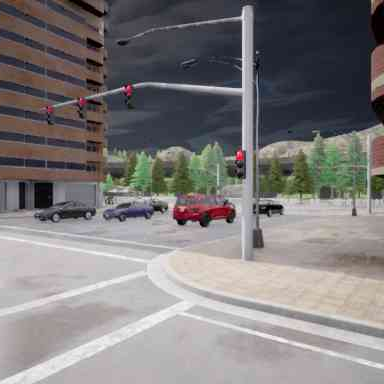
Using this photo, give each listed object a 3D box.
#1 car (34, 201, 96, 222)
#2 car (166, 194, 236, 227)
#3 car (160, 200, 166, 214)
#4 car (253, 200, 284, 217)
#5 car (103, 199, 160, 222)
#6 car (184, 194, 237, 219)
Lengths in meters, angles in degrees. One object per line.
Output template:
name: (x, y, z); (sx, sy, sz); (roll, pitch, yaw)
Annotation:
car: (-9.907, 1.505, 26.288); (1.837, 1.490, 4.892); (0, 0, 36)
car: (0.966, 1.221, 23.092); (2.150, 2.045, 5.566); (0, 0, 36)
car: (-4.426, 1.491, 33.830); (2.128, 1.511, 4.902); (0, 0, 36)
car: (7.158, 1.478, 31.701); (1.882, 1.535, 5.008); (0, 0, 36)
car: (-5.048, 1.526, 27.030); (1.812, 1.442, 4.674); (0, 0, 36)
car: (1.858, 1.221, 30.321); (2.150, 2.045, 5.566); (0, 0, 36)
